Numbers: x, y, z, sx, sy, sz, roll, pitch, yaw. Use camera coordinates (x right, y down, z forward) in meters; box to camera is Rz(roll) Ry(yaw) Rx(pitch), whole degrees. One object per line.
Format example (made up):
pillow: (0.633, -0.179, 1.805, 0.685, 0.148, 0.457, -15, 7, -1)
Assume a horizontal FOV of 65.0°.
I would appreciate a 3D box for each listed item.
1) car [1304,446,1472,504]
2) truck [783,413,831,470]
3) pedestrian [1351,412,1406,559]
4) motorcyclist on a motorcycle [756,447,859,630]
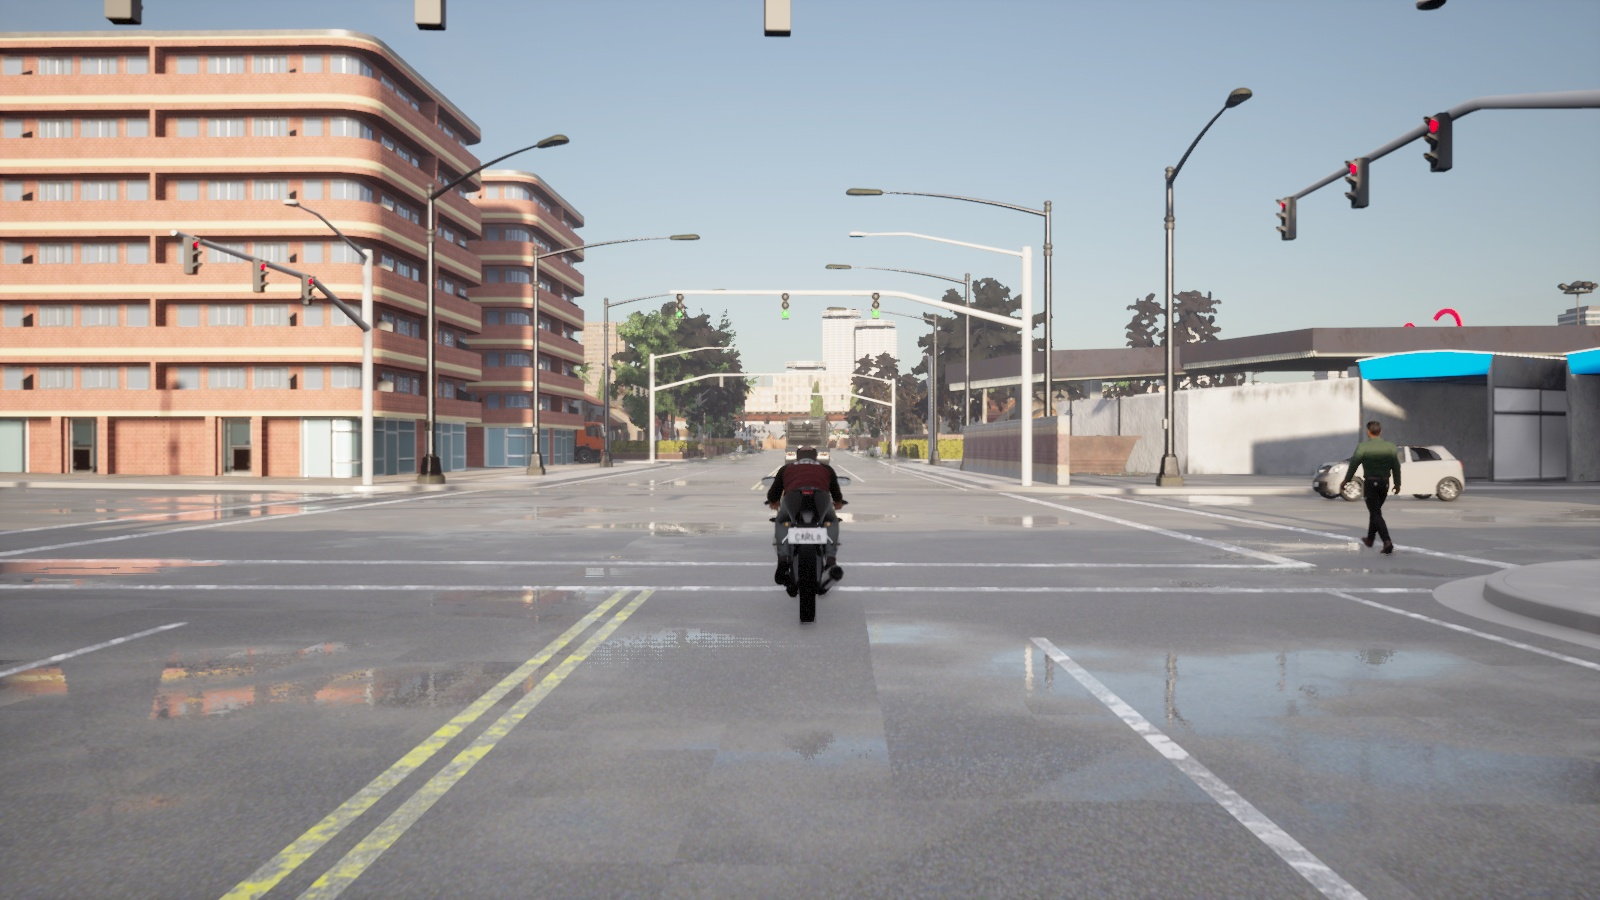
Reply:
car: (15.644, 0.647, 33.552, 3.633, 1.501, 1.845, 0, 0, 1)
truck: (0.467, -0.533, 79.870, 2.891, 3.462, 7.936, 0, 0, 0)
pedestrian: (7.873, 0.471, 17.114, 0.423, 1.949, 0.788, 0, 0, 4)
motorcyclist on a motorcycle: (0.059, 0.738, 11.608, 0.866, 1.530, 2.191, 0, 0, 0)
